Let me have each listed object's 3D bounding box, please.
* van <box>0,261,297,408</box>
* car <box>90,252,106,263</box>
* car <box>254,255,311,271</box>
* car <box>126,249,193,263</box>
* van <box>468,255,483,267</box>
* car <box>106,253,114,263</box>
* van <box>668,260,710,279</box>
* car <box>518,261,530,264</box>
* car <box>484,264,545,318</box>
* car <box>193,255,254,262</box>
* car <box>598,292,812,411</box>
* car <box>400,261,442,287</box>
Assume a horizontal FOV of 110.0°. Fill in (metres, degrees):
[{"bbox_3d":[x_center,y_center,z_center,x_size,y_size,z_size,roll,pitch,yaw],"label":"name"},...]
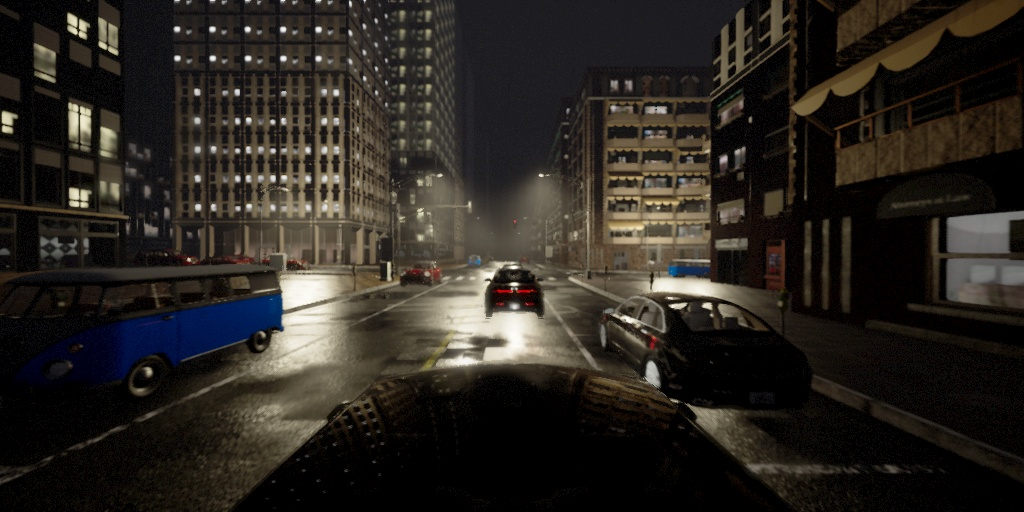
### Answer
[{"bbox_3d":[-5.699,1.065,6.016,1.690,1.789,3.998,0,0,0],"label":"van"},{"bbox_3d":[-49.205,0.156,41.932,4.313,1.339,1.948,0,0,0],"label":"car"},{"bbox_3d":[-21.225,0.629,33.688,4.097,1.591,1.967,0,0,0],"label":"car"},{"bbox_3d":[-32.374,0.290,33.633,5.009,1.841,2.192,0,0,0],"label":"car"},{"bbox_3d":[-5.823,0.780,55.435,1.690,1.789,3.998,0,0,0],"label":"van"},{"bbox_3d":[-43.799,0.223,41.959,4.829,1.417,1.751,0,0,0],"label":"car"},{"bbox_3d":[16.834,1.263,33.737,3.998,1.789,1.690,0,0,0],"label":"van"},{"bbox_3d":[0.051,1.194,21.902,1.994,1.385,4.181,0,0,0],"label":"car"},{"bbox_3d":[0.075,1.188,12.595,1.837,1.490,4.892,0,0,0],"label":"car"},{"bbox_3d":[-26.799,0.664,33.660,4.207,1.307,1.802,0,0,0],"label":"car"},{"bbox_3d":[2.682,1.274,6.036,2.007,1.370,4.403,0,0,0],"label":"car"},{"bbox_3d":[-5.742,1.063,22.961,1.967,1.591,4.097,0,0,0],"label":"car"}]
